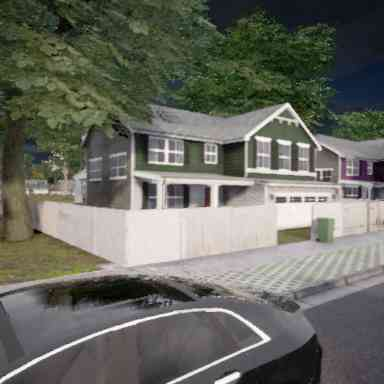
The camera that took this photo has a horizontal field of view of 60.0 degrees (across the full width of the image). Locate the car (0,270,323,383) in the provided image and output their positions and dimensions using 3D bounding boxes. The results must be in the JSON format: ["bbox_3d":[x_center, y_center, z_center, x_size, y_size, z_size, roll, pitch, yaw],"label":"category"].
[{"bbox_3d":[-1.011,1.500,2.401,4.892,1.490,1.837,0,0,-36],"label":"car"}]
